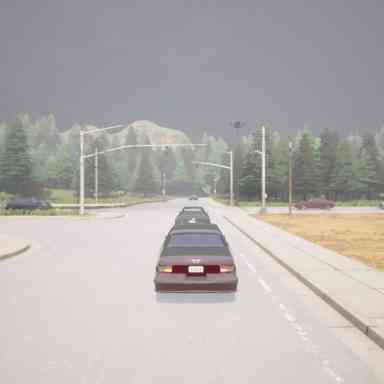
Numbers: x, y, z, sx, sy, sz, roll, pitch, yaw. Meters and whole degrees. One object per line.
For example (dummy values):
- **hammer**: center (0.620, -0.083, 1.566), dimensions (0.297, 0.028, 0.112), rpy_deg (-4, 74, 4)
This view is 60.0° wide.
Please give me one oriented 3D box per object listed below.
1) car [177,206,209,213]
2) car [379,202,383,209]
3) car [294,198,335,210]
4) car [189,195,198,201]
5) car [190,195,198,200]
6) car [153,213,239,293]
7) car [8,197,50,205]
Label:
- **car**: center (0.065, 1.533, 19.554), dimensions (1.994, 1.385, 4.181), rpy_deg (0, 0, 1)
- **car**: center (25.040, 1.404, 39.990), dimensions (4.674, 1.442, 1.812), rpy_deg (0, 0, 1)
- **car**: center (14.762, 1.440, 40.185), dimensions (4.674, 1.442, 1.812), rpy_deg (0, 0, 1)
- **car**: center (0.257, 1.468, 81.837), dimensions (1.895, 1.301, 4.718), rpy_deg (0, 0, 2)
- **car**: center (0.623, 1.409, 91.817), dimensions (1.994, 1.385, 4.181), rpy_deg (0, 0, 2)
- **car**: center (0.084, 1.537, 8.947), dimensions (2.033, 1.411, 5.357), rpy_deg (0, 0, 0)
- **car**: center (-18.042, 1.387, 37.115), dimensions (4.553, 1.767, 2.097), rpy_deg (0, 0, 1)
